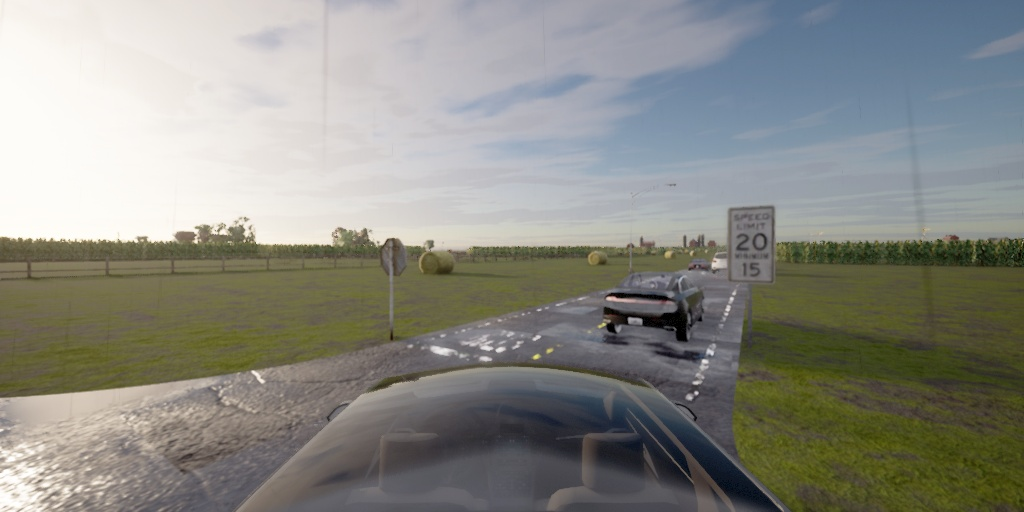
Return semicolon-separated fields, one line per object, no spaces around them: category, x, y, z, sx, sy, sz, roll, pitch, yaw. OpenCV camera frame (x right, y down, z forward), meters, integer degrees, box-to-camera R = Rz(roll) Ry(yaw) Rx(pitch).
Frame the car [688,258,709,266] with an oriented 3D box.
car;21.218;0.962;40.526;1.994;1.385;4.181;0;1;34

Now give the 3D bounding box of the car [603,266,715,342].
car;3.990;1.174;9.709;2.128;1.511;4.902;0;1;34

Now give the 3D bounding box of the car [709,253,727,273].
car;21.276;0.672;35.555;2.150;2.045;5.566;0;1;34
